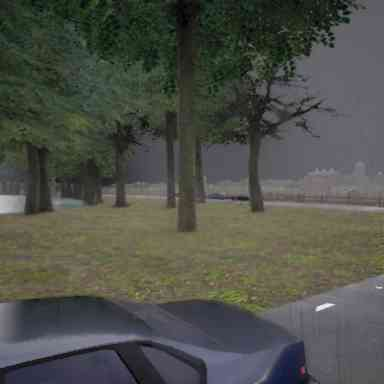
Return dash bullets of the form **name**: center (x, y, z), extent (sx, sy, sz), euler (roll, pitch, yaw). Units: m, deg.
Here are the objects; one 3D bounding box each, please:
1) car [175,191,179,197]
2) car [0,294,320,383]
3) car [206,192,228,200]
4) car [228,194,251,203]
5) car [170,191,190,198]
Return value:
- **car**: center (-1.302, 0.304, 62.334), extent (1.994, 1.385, 4.181), euler (-1, 2, -36)
- **car**: center (-1.439, 1.547, 2.045), extent (5.357, 1.411, 2.033), euler (0, 0, -35)
- **car**: center (4.643, 0.672, 58.865), extent (2.033, 1.411, 5.357), euler (-1, 2, -35)
- **car**: center (8.042, 0.912, 49.241), extent (1.895, 1.301, 4.718), euler (-1, 2, -36)
- **car**: center (-2.474, 0.485, 68.668), extent (1.812, 1.442, 4.674), euler (-1, 2, -36)
